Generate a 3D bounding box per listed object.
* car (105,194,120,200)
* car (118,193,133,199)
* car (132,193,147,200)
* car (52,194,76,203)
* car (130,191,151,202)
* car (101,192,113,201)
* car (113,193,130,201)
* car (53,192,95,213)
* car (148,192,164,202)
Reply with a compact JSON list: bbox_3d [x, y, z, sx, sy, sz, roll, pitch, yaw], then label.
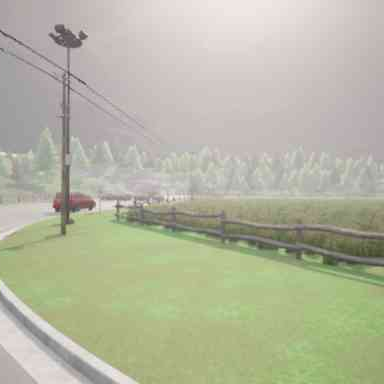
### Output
[{"bbox_3d":[-19.289,1.139,80.591,1.994,1.385,4.181,0,0,9],"label":"car"},{"bbox_3d":[-15.890,0.998,79.655,1.994,1.385,4.181,0,0,9],"label":"car"},{"bbox_3d":[-12.430,1.011,79.128,2.033,1.411,5.357,0,0,9],"label":"car"},{"bbox_3d":[-22.504,1.167,58.786,1.812,1.442,4.674,0,0,9],"label":"car"},{"bbox_3d":[-10.537,1.165,68.301,1.882,1.535,5.008,0,0,9],"label":"car"},{"bbox_3d":[-17.384,0.975,69.829,2.097,1.767,4.553,0,0,9],"label":"car"},{"bbox_3d":[-13.997,1.146,68.827,1.837,1.490,4.892,0,0,9],"label":"car"},{"bbox_3d":[-12.086,1.019,34.389,2.150,2.045,5.566,0,0,9],"label":"car"},{"bbox_3d":[-6.994,1.239,68.325,1.812,1.442,4.674,0,0,9],"label":"car"}]
